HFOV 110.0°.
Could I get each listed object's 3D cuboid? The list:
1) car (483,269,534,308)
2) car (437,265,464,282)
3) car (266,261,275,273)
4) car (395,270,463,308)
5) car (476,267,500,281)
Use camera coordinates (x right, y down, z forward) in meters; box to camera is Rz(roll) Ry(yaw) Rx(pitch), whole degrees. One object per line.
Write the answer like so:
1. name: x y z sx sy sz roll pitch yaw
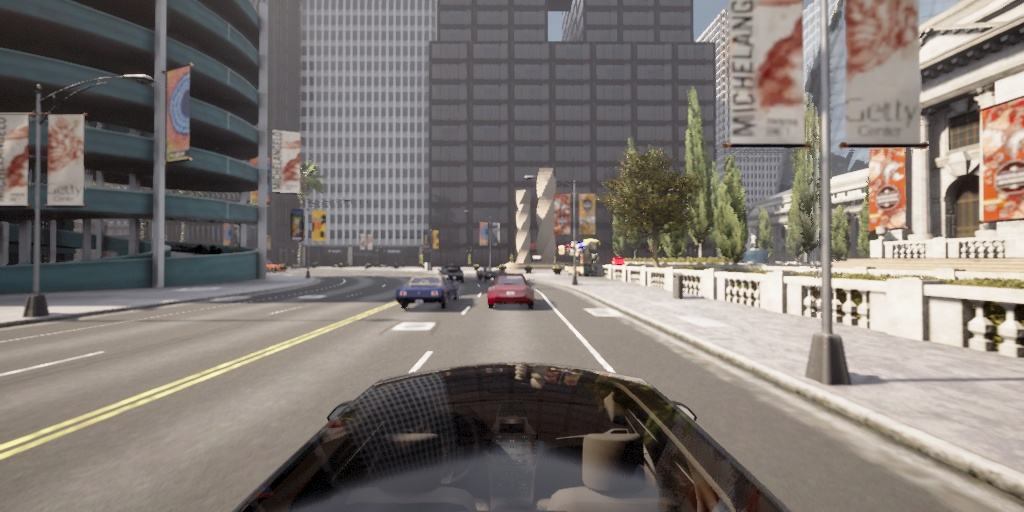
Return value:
1. car: -0.060 1.449 16.126 1.994 1.385 4.181 0 0 0
2. car: -5.410 1.536 31.465 1.837 1.490 4.892 0 0 -17
3. car: -38.181 1.720 52.749 4.902 1.511 2.128 0 -1 11
4. car: -3.555 1.484 15.952 1.895 1.301 4.718 0 0 0
5. car: -1.991 1.637 32.281 1.895 1.301 4.718 0 -1 -17
